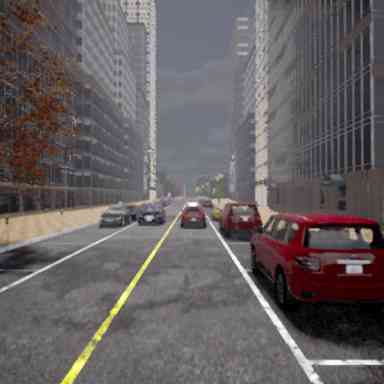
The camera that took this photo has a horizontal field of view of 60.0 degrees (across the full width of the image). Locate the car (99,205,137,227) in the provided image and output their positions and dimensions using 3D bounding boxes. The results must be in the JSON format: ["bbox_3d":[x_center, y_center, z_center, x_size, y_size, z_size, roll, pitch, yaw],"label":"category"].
[{"bbox_3d":[-5.676,1.785,25.008,2.008,1.369,4.403,0,-1,0],"label":"car"}]

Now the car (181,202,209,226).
[{"bbox_3d":[0.111,1.762,25.233,1.812,1.442,4.674,0,-1,0],"label":"car"}]

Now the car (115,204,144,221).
[{"bbox_3d":[-5.673,1.851,30.701,1.947,1.339,4.313,0,-1,0],"label":"car"}]

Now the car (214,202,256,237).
[{"bbox_3d":[2.703,1.497,19.303,2.192,1.841,5.009,0,-1,0],"label":"car"}]

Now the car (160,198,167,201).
[{"bbox_3d":[-5.662,2.036,53.469,2.008,1.369,4.403,0,0,0],"label":"car"}]

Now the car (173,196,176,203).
[{"bbox_3d":[-5.643,2.260,93.313,1.967,1.590,4.097,0,0,0],"label":"car"}]

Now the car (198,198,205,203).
[{"bbox_3d":[2.737,2.402,93.294,1.802,1.307,4.206,0,0,0],"label":"car"}]

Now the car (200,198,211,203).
[{"bbox_3d":[2.721,2.100,59.144,1.947,1.339,4.313,0,0,0],"label":"car"}]

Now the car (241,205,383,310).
[{"bbox_3d":[2.698,1.391,7.919,2.192,1.841,5.009,0,-1,0],"label":"car"}]

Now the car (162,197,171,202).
[{"bbox_3d":[-5.657,2.127,64.853,1.887,1.381,4.507,0,0,0],"label":"car"}]

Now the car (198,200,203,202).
[{"bbox_3d":[0.118,1.984,41.784,1.895,1.301,4.718,0,-1,0],"label":"car"}]

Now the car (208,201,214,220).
[{"bbox_3d":[2.708,1.813,30.854,1.752,1.417,4.829,0,-1,0],"label":"car"}]

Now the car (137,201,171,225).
[{"bbox_3d":[-3.087,1.738,26.361,2.128,1.511,4.902,0,-1,0],"label":"car"}]

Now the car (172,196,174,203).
[{"bbox_3d":[-5.651,2.261,76.237,1.802,1.307,4.206,0,0,0],"label":"car"}]
